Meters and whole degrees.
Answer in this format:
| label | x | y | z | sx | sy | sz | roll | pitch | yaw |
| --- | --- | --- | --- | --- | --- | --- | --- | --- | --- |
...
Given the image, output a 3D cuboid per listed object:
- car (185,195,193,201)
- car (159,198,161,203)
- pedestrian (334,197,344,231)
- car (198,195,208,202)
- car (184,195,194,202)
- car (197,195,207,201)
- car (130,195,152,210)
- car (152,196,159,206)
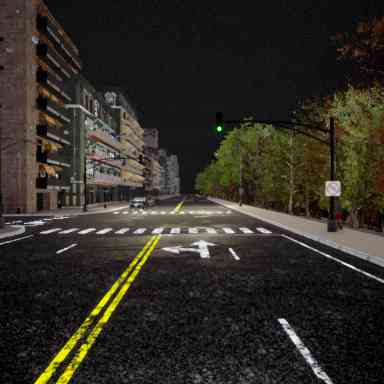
| label | x | y | z | sx | sy | sz | roll | pitch | yaw |
| --- | --- | --- | --- | --- | --- | --- | --- | --- | --- |
| car | -0.729 | 1.492 | 84.912 | 1.812 | 1.442 | 4.674 | 0 | 0 | 0 |
| car | -7.099 | 1.622 | 64.121 | 1.895 | 1.301 | 4.718 | 0 | 0 | 0 |
| pedestrian | 7.817 | 1.143 | 17.766 | 0.375 | 1.860 | 0.375 | 0 | 0 | 0 |
| car | 2.610 | 1.546 | 74.520 | 2.128 | 1.511 | 4.902 | 0 | 0 | 0 |
| car | -0.641 | 1.546 | 74.489 | 2.128 | 1.511 | 4.902 | 0 | 0 | 0 |
| car | 2.520 | 1.493 | 84.940 | 2.128 | 1.511 | 4.902 | 0 | 0 | 0 |
| car | -6.978 | 1.501 | 44.057 | 2.128 | 1.511 | 4.902 | 0 | 0 | 0 |
| car | -7.052 | 1.366 | 53.861 | 2.097 | 1.767 | 4.553 | 0 | 0 | -1 |
